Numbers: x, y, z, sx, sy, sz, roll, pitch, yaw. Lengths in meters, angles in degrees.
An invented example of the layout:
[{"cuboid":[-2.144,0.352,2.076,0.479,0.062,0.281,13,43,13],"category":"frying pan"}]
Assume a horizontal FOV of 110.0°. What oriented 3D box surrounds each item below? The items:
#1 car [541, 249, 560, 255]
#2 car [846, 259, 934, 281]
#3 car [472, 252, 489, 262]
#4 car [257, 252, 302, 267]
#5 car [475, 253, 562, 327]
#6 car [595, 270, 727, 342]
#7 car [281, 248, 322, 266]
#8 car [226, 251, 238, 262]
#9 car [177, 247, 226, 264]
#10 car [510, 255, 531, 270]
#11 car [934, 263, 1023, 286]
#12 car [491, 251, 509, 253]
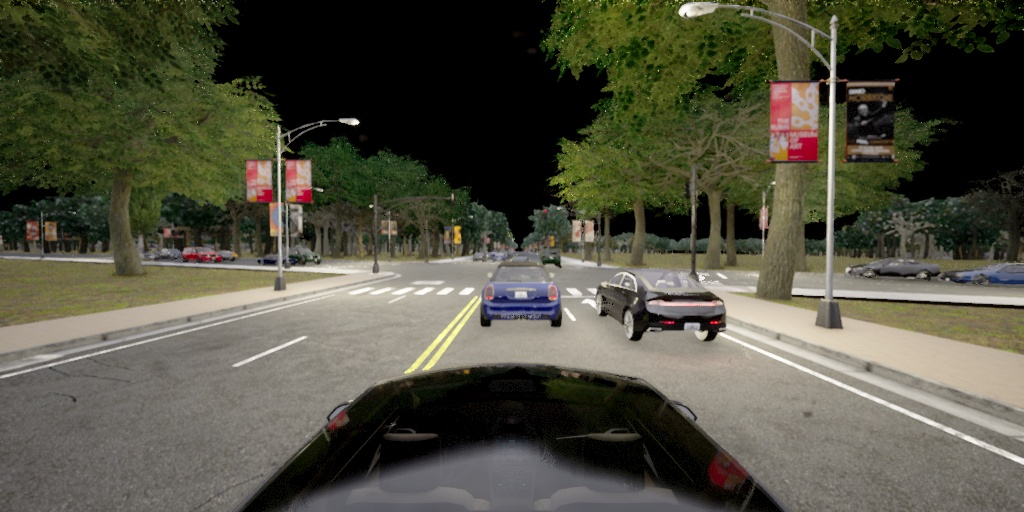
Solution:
[{"cuboid":[4.255,0.240,40.556,2.150,2.045,5.566,0,1,1],"category":"car"},{"cuboid":[27.580,0.959,26.087,4.902,1.511,2.128,1,1,24],"category":"car"},{"cuboid":[-5.195,0.197,57.406,1.837,1.490,4.892,0,2,2],"category":"car"},{"cuboid":[-25.758,0.490,39.405,4.718,1.301,1.895,1,1,27],"category":"car"},{"cuboid":[0.266,0.927,10.920,2.097,1.767,4.553,0,1,1],"category":"car"},{"cuboid":[3.491,1.099,9.313,2.128,1.511,4.902,0,1,1],"category":"car"},{"cuboid":[-25.239,0.041,42.750,5.566,2.045,2.150,1,1,25],"category":"car"},{"cuboid":[-40.451,0.103,49.728,4.892,1.490,1.837,0,1,25],"category":"car"},{"cuboid":[-39.652,-0.091,45.760,5.566,2.045,2.150,0,1,25],"category":"car"},{"cuboid":[0.936,0.615,37.642,2.033,1.411,5.357,0,1,2],"category":"car"},{"cuboid":[29.869,1.128,21.480,5.357,1.411,2.033,1,1,24],"category":"car"},{"cuboid":[-1.960,0.235,56.758,1.812,1.442,4.674,0,1,2],"category":"car"}]
